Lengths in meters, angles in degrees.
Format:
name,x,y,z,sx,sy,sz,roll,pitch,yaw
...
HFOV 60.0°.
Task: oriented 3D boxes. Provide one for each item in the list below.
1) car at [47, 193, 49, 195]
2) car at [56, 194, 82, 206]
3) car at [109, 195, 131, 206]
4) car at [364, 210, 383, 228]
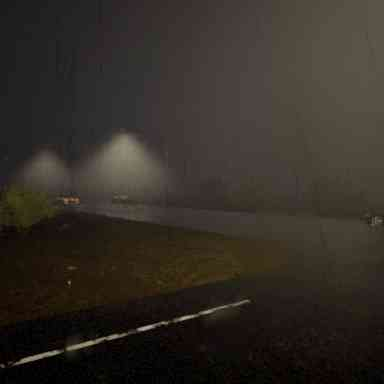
name,x,y,z,sx,sy,sz,roll,pitch,yaw
car,-38.130,1.019,86.622,1.812,1.442,4.674,0,1,-37
car,-18.331,1.121,48.940,2.097,1.767,4.553,0,0,-37
car,-11.064,1.260,50.940,2.128,1.511,4.902,0,0,-37
car,12.787,1.457,19.485,2.128,1.511,4.902,0,0,-37
